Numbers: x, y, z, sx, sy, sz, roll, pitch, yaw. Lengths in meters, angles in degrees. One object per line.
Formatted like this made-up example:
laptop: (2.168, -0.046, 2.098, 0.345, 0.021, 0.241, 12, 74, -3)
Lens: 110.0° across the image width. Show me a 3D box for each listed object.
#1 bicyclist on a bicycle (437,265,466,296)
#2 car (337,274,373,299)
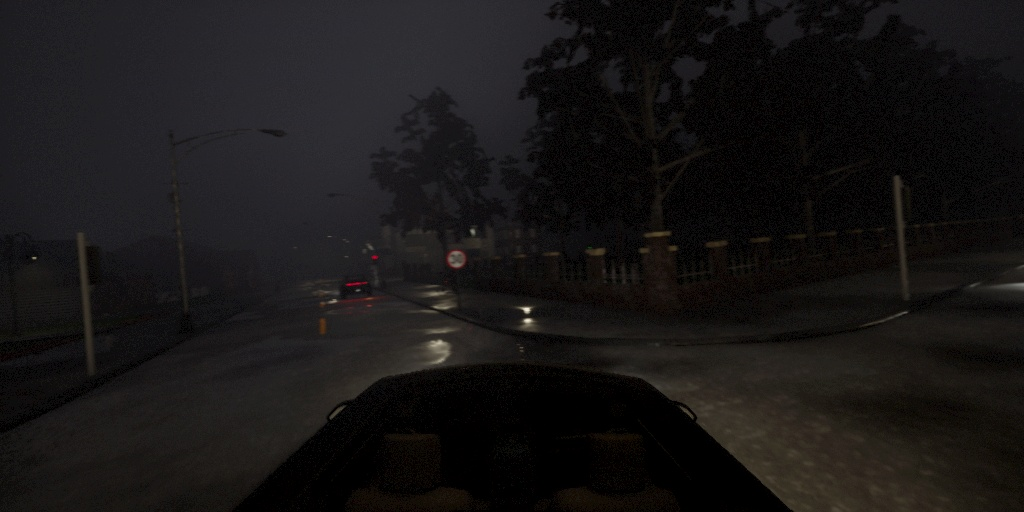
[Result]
bicyclist on a bicycle: (-3.302, 1.318, 19.450, 1.656, 1.620, 0.582, -5, 0, -28)
car: (-10.852, 2.042, 24.757, 2.128, 1.511, 4.902, -5, 0, -28)
